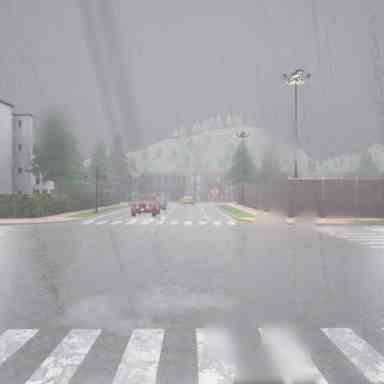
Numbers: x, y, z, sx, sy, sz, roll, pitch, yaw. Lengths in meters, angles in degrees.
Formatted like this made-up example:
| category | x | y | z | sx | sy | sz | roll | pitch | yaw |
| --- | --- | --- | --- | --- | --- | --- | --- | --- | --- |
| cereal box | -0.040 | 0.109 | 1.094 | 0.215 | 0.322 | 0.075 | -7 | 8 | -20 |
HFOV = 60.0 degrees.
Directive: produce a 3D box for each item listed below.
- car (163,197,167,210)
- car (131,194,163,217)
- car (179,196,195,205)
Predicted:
| category | x | y | z | sx | sy | sz | roll | pitch | yaw |
| --- | --- | --- | --- | --- | --- | --- | --- | --- | --- |
| car | -4.316 | 1.332 | 41.651 | 2.097 | 1.767 | 4.553 | 0 | 0 | 0 |
| car | -4.304 | 1.202 | 31.588 | 2.150 | 2.045 | 5.566 | 0 | 0 | 0 |
| car | -0.890 | 1.453 | 58.233 | 1.882 | 1.535 | 5.008 | 0 | 0 | -15 |
